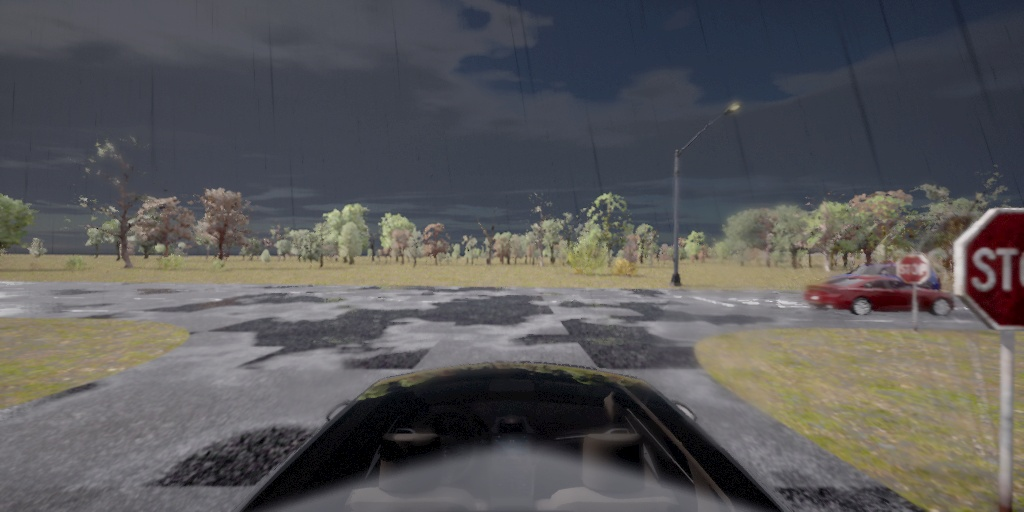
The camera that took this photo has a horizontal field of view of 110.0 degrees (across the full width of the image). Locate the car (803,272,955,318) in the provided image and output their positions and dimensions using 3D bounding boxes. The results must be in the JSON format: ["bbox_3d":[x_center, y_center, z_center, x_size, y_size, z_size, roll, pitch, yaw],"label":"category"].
[{"bbox_3d":[14.835,1.581,14.624,5.008,1.535,1.882,1,0,1],"label":"car"}]

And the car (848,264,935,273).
[{"bbox_3d":[22.135,1.499,21.557,5.566,2.045,2.150,-1,0,1],"label":"car"}]
